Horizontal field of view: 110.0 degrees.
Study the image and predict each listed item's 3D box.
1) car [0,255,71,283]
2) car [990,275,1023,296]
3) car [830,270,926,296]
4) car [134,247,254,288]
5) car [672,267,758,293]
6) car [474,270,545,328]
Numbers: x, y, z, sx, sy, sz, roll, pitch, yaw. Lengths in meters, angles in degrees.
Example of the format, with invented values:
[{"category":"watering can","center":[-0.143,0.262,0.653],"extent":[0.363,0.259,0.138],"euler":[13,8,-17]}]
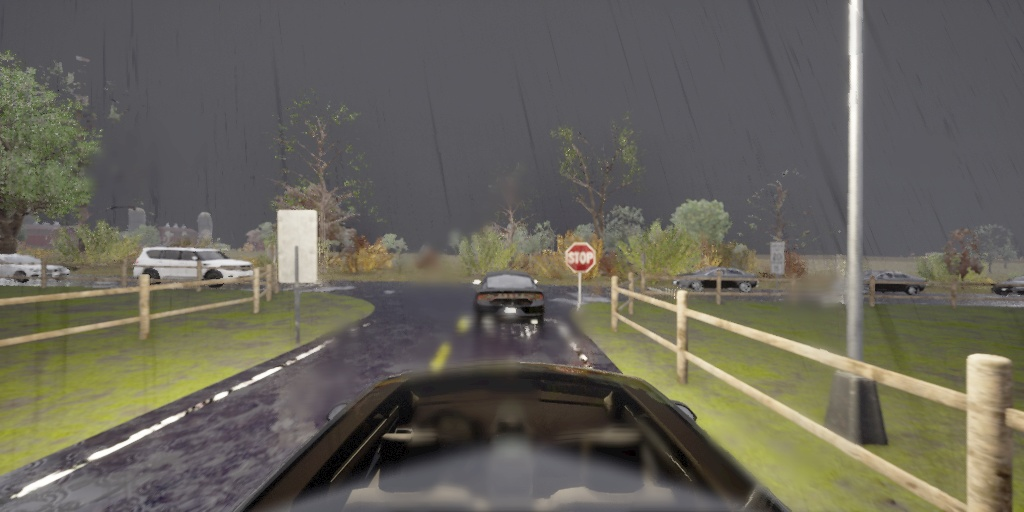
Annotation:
[{"category":"car","center":[-27.200,0.655,19.578],"extent":[4.674,1.442,1.812],"euler":[1,1,0]},{"category":"car","center":[33.298,1.882,22.484],"extent":[4.892,1.490,1.837],"euler":[1,1,0]},{"category":"car","center":[22.856,1.648,22.503],"extent":[4.902,1.511,2.128],"euler":[1,1,0]},{"category":"car","center":[-17.152,0.569,19.571],"extent":[5.566,2.045,2.150],"euler":[1,1,0]},{"category":"car","center":[12.682,1.431,22.507],"extent":[4.902,1.511,2.128],"euler":[1,1,0]},{"category":"car","center":[-0.175,1.185,11.263],"extent":[1.882,1.535,5.008],"euler":[0,0,-4]}]
